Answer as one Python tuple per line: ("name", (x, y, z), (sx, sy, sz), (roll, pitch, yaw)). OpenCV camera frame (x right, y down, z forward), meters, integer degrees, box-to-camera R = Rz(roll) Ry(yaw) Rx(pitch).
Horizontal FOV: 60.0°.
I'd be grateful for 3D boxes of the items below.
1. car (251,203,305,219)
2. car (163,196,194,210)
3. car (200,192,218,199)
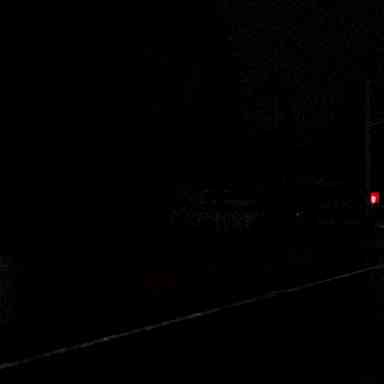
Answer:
("car", (7.495, 1.616, 29.269), (1.895, 1.301, 4.718), (0, 0, -37))
("car", (-2.070, 1.579, 41.958), (1.994, 1.385, 4.181), (0, 0, -37))
("car", (5.034, 1.113, 92.368), (1.932, 1.855, 4.605), (0, 0, -37))
